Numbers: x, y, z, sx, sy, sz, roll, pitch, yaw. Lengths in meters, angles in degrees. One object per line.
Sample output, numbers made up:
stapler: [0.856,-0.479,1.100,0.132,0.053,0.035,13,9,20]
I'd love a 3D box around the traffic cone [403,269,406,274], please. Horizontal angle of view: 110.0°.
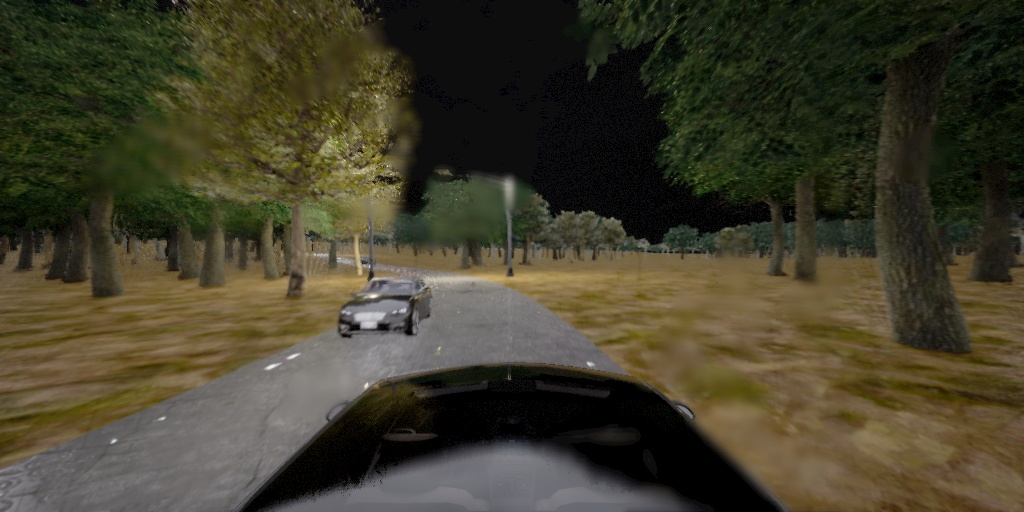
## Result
traffic cone: [-15.089,2.184,50.392,0.340,0.580,0.340,0,0,-26]

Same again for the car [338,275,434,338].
car: [-3.527,1.360,10.781,2.128,1.511,4.902,0,-1,-5]

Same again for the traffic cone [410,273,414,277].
traffic cone: [-11.270,2.123,41.410,0.340,0.580,0.340,0,0,-21]

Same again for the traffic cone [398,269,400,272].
traffic cone: [-17.289,2.186,54.751,0.340,0.580,0.340,0,0,-28]

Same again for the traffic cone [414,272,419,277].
traffic cone: [-9.656,2.079,36.802,0.340,0.580,0.340,0,0,-18]
